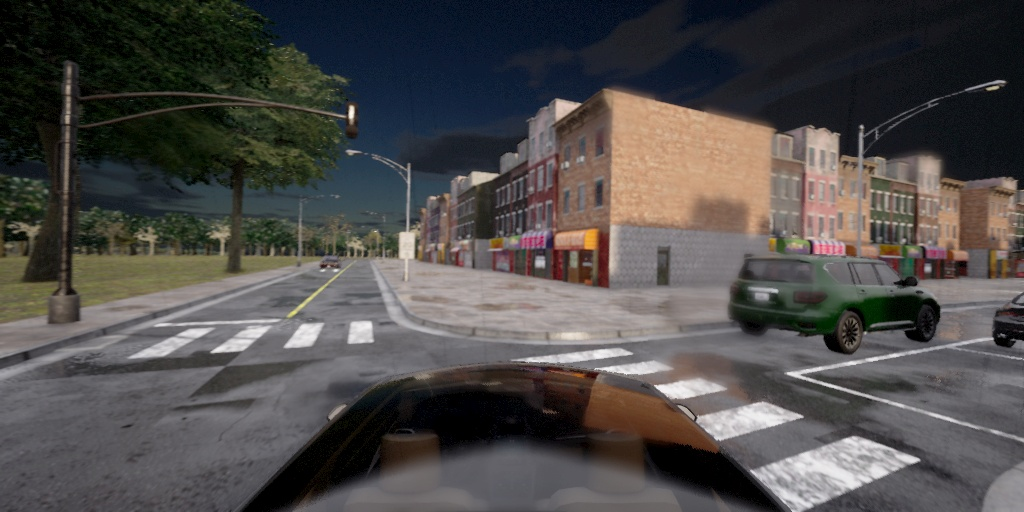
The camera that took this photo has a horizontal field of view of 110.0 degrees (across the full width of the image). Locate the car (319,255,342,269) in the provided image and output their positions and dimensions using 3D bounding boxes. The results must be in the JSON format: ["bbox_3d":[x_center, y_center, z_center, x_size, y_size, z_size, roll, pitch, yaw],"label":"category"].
[{"bbox_3d":[-19.487,0.645,38.679,2.033,1.411,5.357,1,0,-22],"label":"car"}]

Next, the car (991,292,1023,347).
[{"bbox_3d":[12.684,1.422,8.016,4.403,1.370,2.007,0,0,-22],"label":"car"}]

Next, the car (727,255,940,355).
[{"bbox_3d":[7.977,1.025,8.919,5.566,2.045,2.150,1,0,-22],"label":"car"}]
